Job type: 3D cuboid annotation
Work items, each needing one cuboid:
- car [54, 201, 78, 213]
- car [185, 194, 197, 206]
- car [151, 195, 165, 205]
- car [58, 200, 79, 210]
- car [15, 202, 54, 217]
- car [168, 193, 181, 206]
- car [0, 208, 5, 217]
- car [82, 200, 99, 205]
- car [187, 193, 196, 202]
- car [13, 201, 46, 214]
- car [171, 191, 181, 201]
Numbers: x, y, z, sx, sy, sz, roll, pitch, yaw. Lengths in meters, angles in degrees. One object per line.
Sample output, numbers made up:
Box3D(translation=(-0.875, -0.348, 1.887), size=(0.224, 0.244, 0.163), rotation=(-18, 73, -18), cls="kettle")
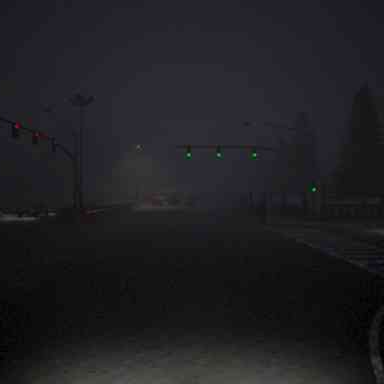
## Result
Box3D(translation=(-17.626, 2.116, 46.142), size=(1.812, 1.442, 4.674), rotation=(0, -1, 0), cls="car")
Box3D(translation=(-0.127, 1.615, 64.757), size=(2.150, 2.045, 5.566), rotation=(0, 3, 0), cls="car")
Box3D(translation=(-7.038, 1.881, 66.348), size=(1.994, 1.385, 4.181), rotation=(0, 3, 0), cls="car")
Box3D(translation=(-21.127, 2.186, 57.048), size=(1.994, 1.385, 4.181), rotation=(0, 1, 1), cls="car")
Box3D(translation=(-17.614, 2.002, 37.201), size=(1.812, 1.442, 4.674), rotation=(0, -1, 0), cls="car")
Box3D(translation=(-3.536, 1.677, 66.173), size=(2.097, 1.767, 4.553), rotation=(0, 3, 0), cls="car")
Box3D(translation=(-21.112, 1.979, 33.640), size=(2.033, 1.411, 5.357), rotation=(0, -1, 0), cls="car")
Box3D(translation=(-17.641, 2.155, 57.933), size=(2.033, 1.411, 5.357), rotation=(0, 1, 0), cls="car")
Box3D(translation=(-0.188, 1.256, 75.188), size=(2.033, 1.411, 5.357), rotation=(0, 6, 0), cls="car")
Box3D(translation=(-21.119, 2.034, 43.465), size=(1.882, 1.535, 5.008), rotation=(0, -1, 0), cls="car")
Box3D(translation=(-3.694, 0.986, 76.098), size=(2.097, 1.767, 4.553), rotation=(0, 6, 0), cls="car")
